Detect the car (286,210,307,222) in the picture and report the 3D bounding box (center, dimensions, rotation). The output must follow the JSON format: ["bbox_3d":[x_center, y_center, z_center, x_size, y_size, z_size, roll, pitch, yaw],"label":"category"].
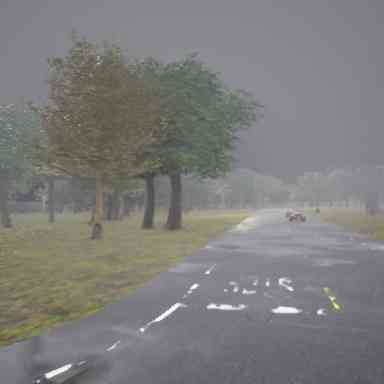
[{"bbox_3d":[13.381,3.027,42.308,1.812,1.442,4.674,-1,-2,13],"label":"car"}]

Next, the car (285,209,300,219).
[{"bbox_3d":[15.812,3.417,52.431,1.895,1.301,4.718,-1,-2,14],"label":"car"}]
